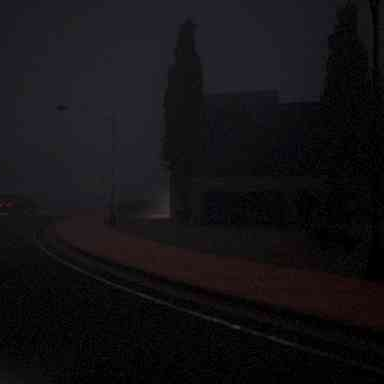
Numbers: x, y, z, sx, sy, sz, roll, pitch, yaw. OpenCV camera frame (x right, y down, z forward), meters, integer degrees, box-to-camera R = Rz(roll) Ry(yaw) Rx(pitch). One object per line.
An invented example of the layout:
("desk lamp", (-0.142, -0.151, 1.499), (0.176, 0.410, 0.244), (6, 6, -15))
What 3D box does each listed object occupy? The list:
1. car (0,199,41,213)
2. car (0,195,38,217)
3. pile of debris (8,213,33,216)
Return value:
("car", (-20.340, 1.580, 39.469), (2.128, 1.511, 4.902), (0, 0, 7))
("car", (-17.072, 1.290, 32.133), (2.150, 2.045, 5.566), (0, 0, -3))
("pile of debris", (-17.346, 2.251, 33.677), (1.500, 0.140, 1.860), (0, 0, 0))
